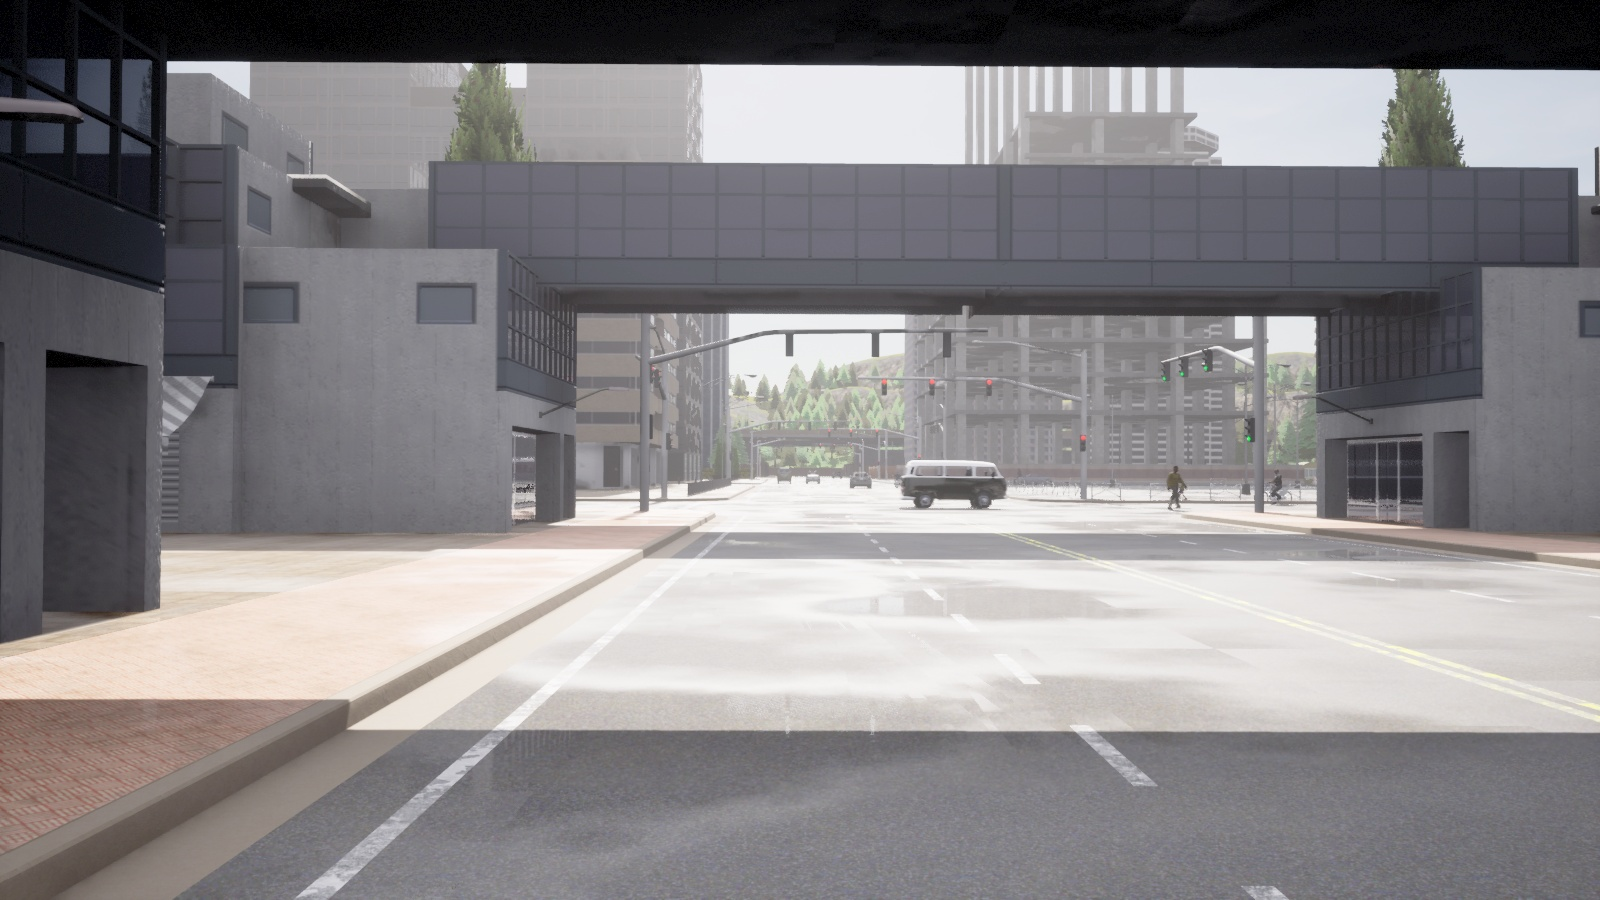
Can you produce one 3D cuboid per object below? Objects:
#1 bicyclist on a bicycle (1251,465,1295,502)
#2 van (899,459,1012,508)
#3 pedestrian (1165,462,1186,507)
[{"bbox_3d":[22.648,1.602,60.157,1.843,1.776,0.659,0,-1,0],"label":"bicyclist on a bicycle"},{"bbox_3d":[6.514,1.401,53.043,4.480,2.038,2.069,0,-1,-1],"label":"van"},{"bbox_3d":[15.255,1.397,51.022,0.431,1.840,0.709,0,-1,-27],"label":"pedestrian"}]
